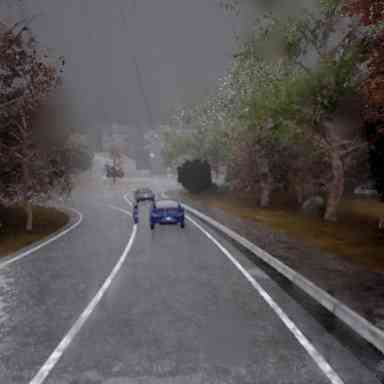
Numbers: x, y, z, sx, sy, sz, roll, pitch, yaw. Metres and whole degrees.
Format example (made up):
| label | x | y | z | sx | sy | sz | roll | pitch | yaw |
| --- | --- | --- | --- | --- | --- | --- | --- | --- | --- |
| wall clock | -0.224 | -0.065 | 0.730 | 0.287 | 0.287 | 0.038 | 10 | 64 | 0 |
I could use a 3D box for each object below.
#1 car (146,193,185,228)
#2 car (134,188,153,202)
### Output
| label | x | y | z | sx | sy | sz | roll | pitch | yaw |
| --- | --- | --- | --- | --- | --- | --- | --- | --- | --- |
| car | -1.570 | 1.126 | 19.569 | 1.882 | 1.535 | 5.008 | -1 | 2 | -8 |
| car | -5.165 | 0.210 | 35.864 | 1.994 | 1.385 | 4.181 | -1 | 5 | -13 |
